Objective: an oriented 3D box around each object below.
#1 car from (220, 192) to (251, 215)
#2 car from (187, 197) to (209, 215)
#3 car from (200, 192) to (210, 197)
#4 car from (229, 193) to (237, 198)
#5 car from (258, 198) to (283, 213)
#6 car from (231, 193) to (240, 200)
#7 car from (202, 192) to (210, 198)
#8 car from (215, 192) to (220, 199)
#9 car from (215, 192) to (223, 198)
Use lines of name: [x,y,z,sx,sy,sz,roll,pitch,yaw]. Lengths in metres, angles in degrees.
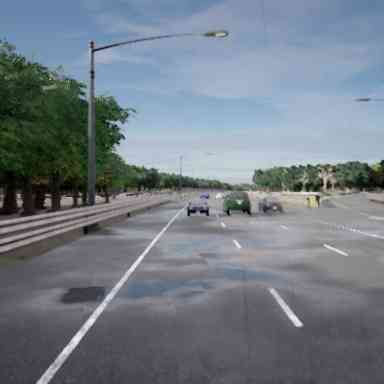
car: [4.098,0.998,30.828,2.150,2.045,5.566,0,0,2]
car: [0.576,1.381,30.131,1.895,1.301,4.718,0,0,2]
car: [2.800,0.951,75.976,1.812,1.442,4.674,0,0,4]
car: [10.545,0.819,85.392,1.895,1.301,4.718,0,0,5]
car: [7.679,1.290,32.780,1.812,1.442,4.674,0,0,2]
car: [9.754,0.918,75.096,1.882,1.535,5.008,0,0,4]
car: [3.565,0.711,85.923,1.837,1.490,4.892,0,0,5]
car: [6.292,0.957,75.744,1.812,1.442,4.674,0,0,4]
car: [7.053,0.757,85.643,2.033,1.411,5.357,0,0,5]
